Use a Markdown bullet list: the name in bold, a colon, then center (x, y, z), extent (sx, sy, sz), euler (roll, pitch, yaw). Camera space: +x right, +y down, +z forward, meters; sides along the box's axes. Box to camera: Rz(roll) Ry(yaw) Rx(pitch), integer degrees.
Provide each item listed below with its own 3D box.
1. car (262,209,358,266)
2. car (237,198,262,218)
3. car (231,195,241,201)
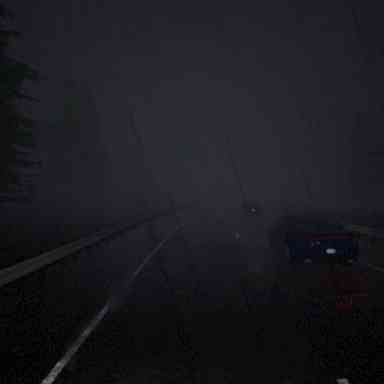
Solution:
- **car**: center (3.946, 1.482, 11.667), extent (1.882, 1.535, 5.008), euler (0, 0, 2)
- **car**: center (5.406, 1.556, 30.268), extent (2.033, 1.411, 5.357), euler (0, 0, 7)
- **car**: center (10.775, 1.524, 80.697), extent (1.837, 1.490, 4.892), euler (0, 0, 17)
